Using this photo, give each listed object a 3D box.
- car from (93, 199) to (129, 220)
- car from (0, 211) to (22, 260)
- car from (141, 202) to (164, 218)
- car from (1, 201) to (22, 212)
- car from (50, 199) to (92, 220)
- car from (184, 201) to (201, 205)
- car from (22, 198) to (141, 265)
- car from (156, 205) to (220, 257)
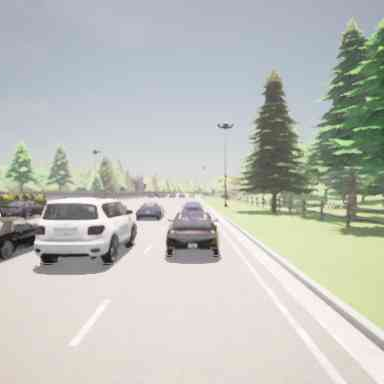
[{"bbox_3d":[-6.939,1.474,29.143,1.882,1.535,5.008,0,0,1],"label":"car"},{"bbox_3d":[-6.962,1.599,12.343,1.895,1.301,4.718,0,0,1],"label":"car"},{"bbox_3d":[-3.447,1.562,28.149,1.994,1.385,4.181,0,0,1],"label":"car"},{"bbox_3d":[-13.950,1.488,27.951,2.128,1.511,4.902,0,0,1],"label":"car"},{"bbox_3d":[-10.439,1.474,29.147,1.882,1.535,5.008,0,0,1],"label":"car"},{"bbox_3d":[0.056,1.522,28.639,1.812,1.442,4.674,0,0,1],"label":"car"},{"bbox_3d":[-3.468,1.222,11.852,2.150,2.045,5.566,0,0,1],"label":"car"},{"bbox_3d":[0.045,1.490,12.953,2.128,1.511,4.902,0,0,1],"label":"car"}]
